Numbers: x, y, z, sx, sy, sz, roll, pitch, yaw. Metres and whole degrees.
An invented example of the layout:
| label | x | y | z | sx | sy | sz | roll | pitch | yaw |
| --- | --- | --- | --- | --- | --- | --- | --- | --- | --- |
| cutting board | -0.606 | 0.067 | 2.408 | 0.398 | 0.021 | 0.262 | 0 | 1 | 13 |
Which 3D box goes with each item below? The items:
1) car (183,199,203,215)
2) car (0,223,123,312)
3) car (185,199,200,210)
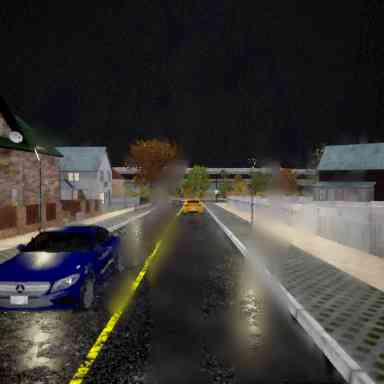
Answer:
| label | x | y | z | sx | sy | sz | roll | pitch | yaw |
| --- | --- | --- | --- | --- | --- | --- | --- | --- | --- |
| car | 0.123 | 1.471 | 33.969 | 1.882 | 1.535 | 5.008 | 0 | 0 | 0 |
| car | -2.845 | 1.521 | 7.806 | 1.812 | 1.442 | 4.674 | 0 | 0 | 0 |
| car | 0.129 | 1.602 | 44.502 | 1.895 | 1.301 | 4.718 | 0 | 0 | 0 |
